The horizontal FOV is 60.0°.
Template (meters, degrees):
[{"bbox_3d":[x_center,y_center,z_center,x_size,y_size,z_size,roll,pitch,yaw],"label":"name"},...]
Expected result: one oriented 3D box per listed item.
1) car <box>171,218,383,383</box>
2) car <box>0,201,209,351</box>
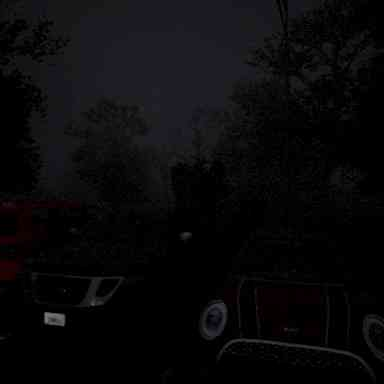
[{"bbox_3d":[1.470,1.371,5.107,2.185,1.767,4.553,0,-1,15],"label":"car"},{"bbox_3d":[-0.970,1.248,6.759,2.435,2.045,5.566,0,-1,15],"label":"car"}]
